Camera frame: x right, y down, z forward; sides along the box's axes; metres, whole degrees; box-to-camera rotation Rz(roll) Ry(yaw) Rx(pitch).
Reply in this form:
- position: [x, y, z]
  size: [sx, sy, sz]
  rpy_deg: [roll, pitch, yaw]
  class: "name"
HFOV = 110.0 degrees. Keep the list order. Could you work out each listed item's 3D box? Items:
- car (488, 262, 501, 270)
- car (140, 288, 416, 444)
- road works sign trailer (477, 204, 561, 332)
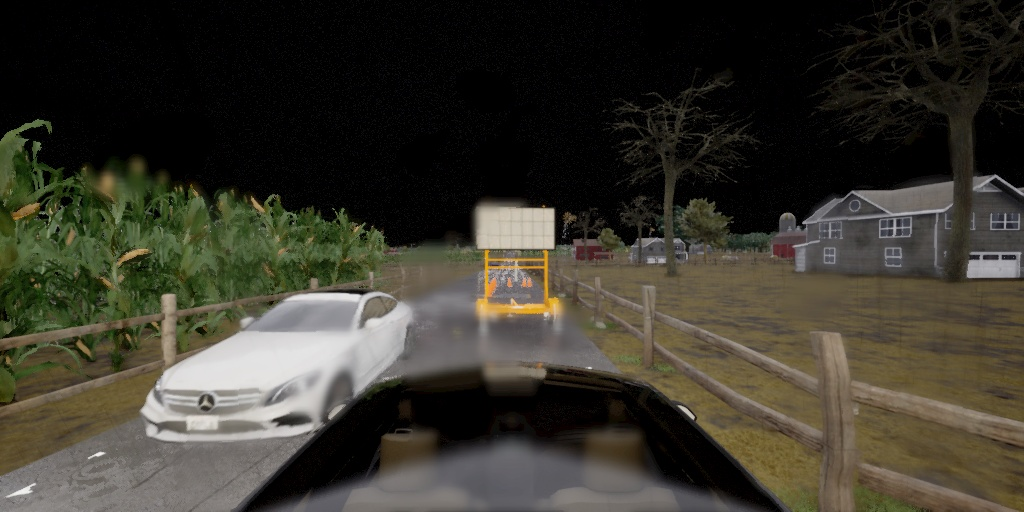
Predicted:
- position: [-2.747, 1.538, 55.119]
  size: [1.895, 1.301, 4.718]
  rpy_deg: [0, 0, 0]
  class: "car"
- position: [-2.837, 1.279, 5.617]
  size: [1.812, 1.442, 4.674]
  rpy_deg: [0, 0, 0]
  class: "car"
- position: [0.121, 0.226, 11.037]
  size: [2.380, 3.560, 2.880]
  rpy_deg: [0, 0, -5]
  class: "road works sign trailer"
